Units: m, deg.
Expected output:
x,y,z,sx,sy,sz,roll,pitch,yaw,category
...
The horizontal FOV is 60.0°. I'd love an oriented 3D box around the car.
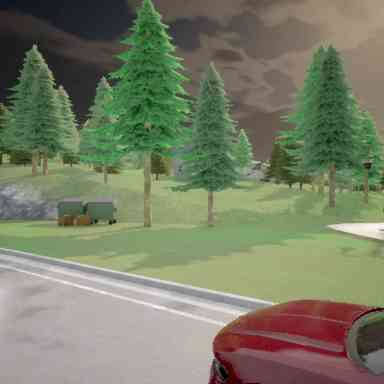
x,y,z,sx,sy,sz,roll,pitch,yaw,category
2.445,1.477,2.248,5.008,1.535,1.882,0,0,36,car
